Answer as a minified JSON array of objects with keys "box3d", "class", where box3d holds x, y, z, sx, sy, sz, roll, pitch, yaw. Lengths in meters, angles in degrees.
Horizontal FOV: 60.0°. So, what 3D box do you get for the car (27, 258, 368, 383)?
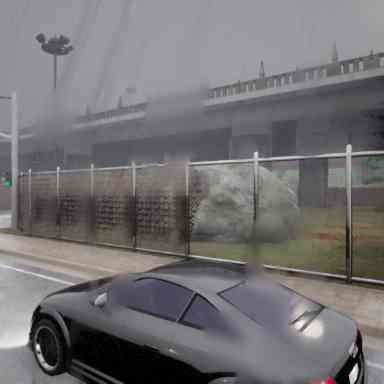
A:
[{"box3d":[-0.189,1.564,4.125,4.181,1.385,1.994,0,0,36],"class":"car"}]
